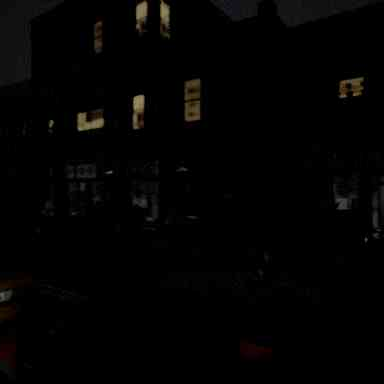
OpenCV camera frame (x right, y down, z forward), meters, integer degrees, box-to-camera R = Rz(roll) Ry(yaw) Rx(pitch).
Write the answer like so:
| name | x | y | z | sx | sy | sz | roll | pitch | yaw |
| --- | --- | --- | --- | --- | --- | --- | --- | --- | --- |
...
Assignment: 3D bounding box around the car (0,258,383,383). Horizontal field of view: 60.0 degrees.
| name | x | y | z | sx | sy | sz | roll | pitch | yaw |
| --- | --- | --- | --- | --- | --- | --- | --- | --- | --- |
| car | -0.143 | 1.448 | 2.972 | 4.097 | 1.590 | 1.967 | 0 | 0 | 35 |
